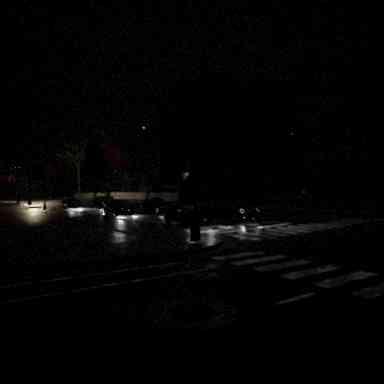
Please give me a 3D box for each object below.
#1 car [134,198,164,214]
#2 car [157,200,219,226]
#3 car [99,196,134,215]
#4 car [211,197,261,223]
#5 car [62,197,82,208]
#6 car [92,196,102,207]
[{"bbox_3d":[-3.579,1.397,34.150,2.128,1.511,4.902,-2,1,-35],"label":"car"},{"bbox_3d":[-0.408,1.557,24.056,1.812,1.442,4.674,-2,1,-34],"label":"car"},{"bbox_3d":[-7.448,1.504,33.994,1.837,1.490,4.892,-2,2,-35],"label":"car"},{"bbox_3d":[2.951,1.286,25.012,2.097,1.767,4.553,-2,1,-37],"label":"car"},{"bbox_3d":[-17.501,1.453,48.339,2.128,1.511,4.902,-2,1,-35],"label":"car"},{"bbox_3d":[-12.651,1.373,47.053,1.837,1.490,4.892,-2,1,-35],"label":"car"}]
